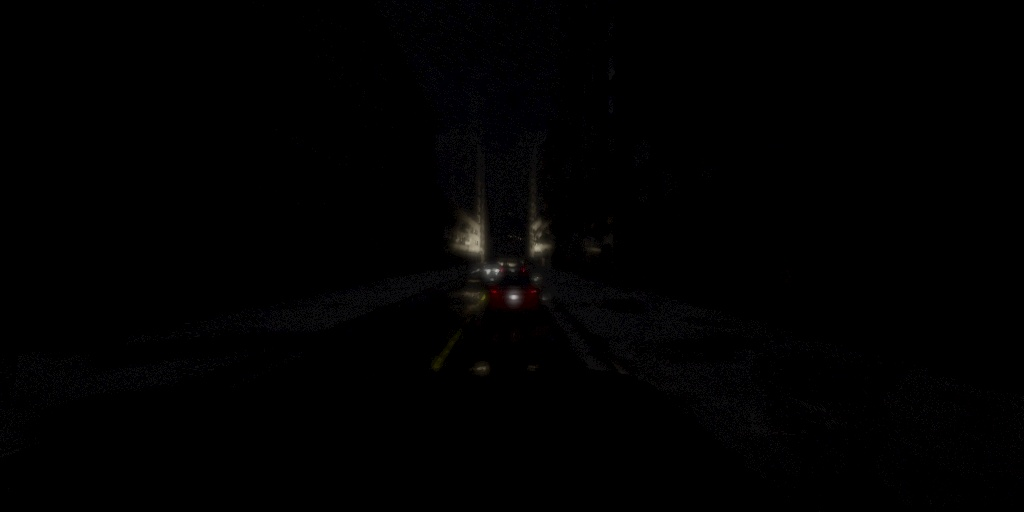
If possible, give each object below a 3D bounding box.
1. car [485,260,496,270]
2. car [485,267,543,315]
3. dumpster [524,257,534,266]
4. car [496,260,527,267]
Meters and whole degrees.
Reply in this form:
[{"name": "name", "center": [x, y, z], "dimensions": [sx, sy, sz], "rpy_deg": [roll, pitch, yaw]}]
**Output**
[{"name": "car", "center": [-2.808, 1.298, 52.580], "dimensions": [1.994, 1.385, 4.181], "rpy_deg": [0, 0, 0]}, {"name": "car", "center": [0.075, 1.306, 13.647], "dimensions": [1.994, 1.385, 4.181], "rpy_deg": [0, 0, 0]}, {"name": "dumpster", "center": [3.026, 1.132, 65.145], "dimensions": [1.020, 1.700, 1.940], "rpy_deg": [0, 0, 0]}, {"name": "car", "center": [0.077, 1.086, 28.392], "dimensions": [2.097, 1.767, 4.553], "rpy_deg": [0, 0, 0]}]
